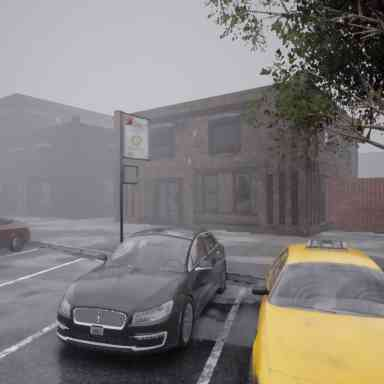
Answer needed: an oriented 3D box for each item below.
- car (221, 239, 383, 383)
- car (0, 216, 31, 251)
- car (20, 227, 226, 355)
[{"bbox_3d":[1.863,1.480,4.543,1.946,1.575,5.366,1,-1,16],"label":"car"},{"bbox_3d":[-7.839,1.528,11.717,2.002,1.452,4.674,1,-1,16],"label":"car"},{"bbox_3d":[-0.523,1.487,6.474,2.231,1.521,4.892,1,-1,16],"label":"car"}]
